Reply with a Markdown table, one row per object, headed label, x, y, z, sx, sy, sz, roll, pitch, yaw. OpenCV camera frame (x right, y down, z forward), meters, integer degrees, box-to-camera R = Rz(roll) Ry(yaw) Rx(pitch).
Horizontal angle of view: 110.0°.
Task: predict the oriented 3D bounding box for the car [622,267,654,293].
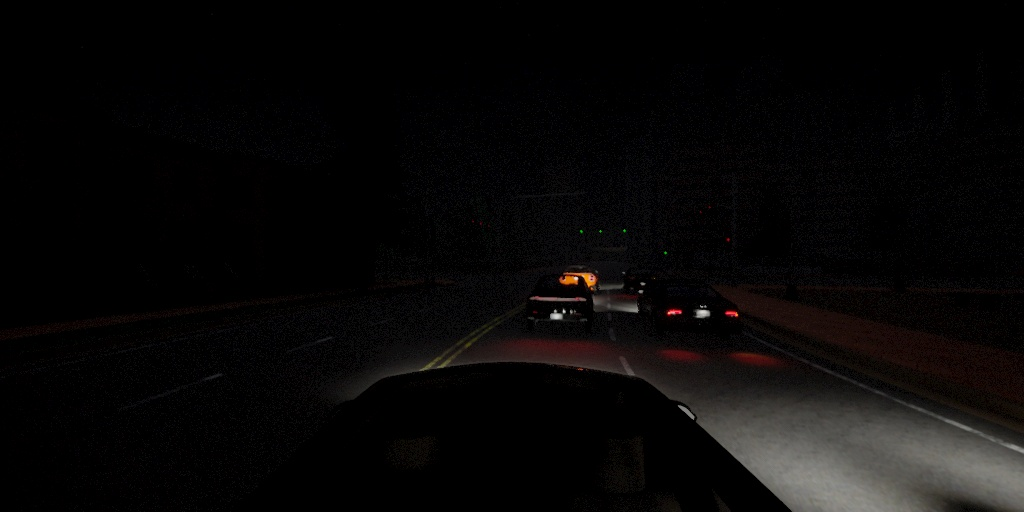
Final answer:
| label | x | y | z | sx | sy | sz | roll | pitch | yaw |
| --- | --- | --- | --- | --- | --- | --- | --- | --- | --- |
| car | 8.062 | 1.439 | 22.591 | 1.882 | 1.535 | 5.008 | 0 | 0 | 16 |

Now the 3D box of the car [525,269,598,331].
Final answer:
| label | x | y | z | sx | sy | sz | roll | pitch | yaw |
| --- | --- | --- | --- | --- | --- | --- | --- | --- | --- |
| car | 1.633 | 1.337 | 11.450 | 2.128 | 1.511 | 4.902 | 0 | -1 | 12 |

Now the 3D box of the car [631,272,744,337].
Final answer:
| label | x | y | z | sx | sy | sz | roll | pitch | yaw |
| --- | --- | --- | --- | --- | --- | --- | --- | --- | --- |
| car | 4.963 | 1.391 | 10.699 | 2.033 | 1.411 | 5.357 | 0 | -1 | 13 |

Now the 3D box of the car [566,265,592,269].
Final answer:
| label | x | y | z | sx | sy | sz | roll | pitch | yaw |
| --- | --- | --- | --- | --- | --- | --- | --- | --- | --- |
| car | 4.167 | 1.302 | 22.041 | 2.097 | 1.767 | 4.553 | 0 | -1 | 15 |
